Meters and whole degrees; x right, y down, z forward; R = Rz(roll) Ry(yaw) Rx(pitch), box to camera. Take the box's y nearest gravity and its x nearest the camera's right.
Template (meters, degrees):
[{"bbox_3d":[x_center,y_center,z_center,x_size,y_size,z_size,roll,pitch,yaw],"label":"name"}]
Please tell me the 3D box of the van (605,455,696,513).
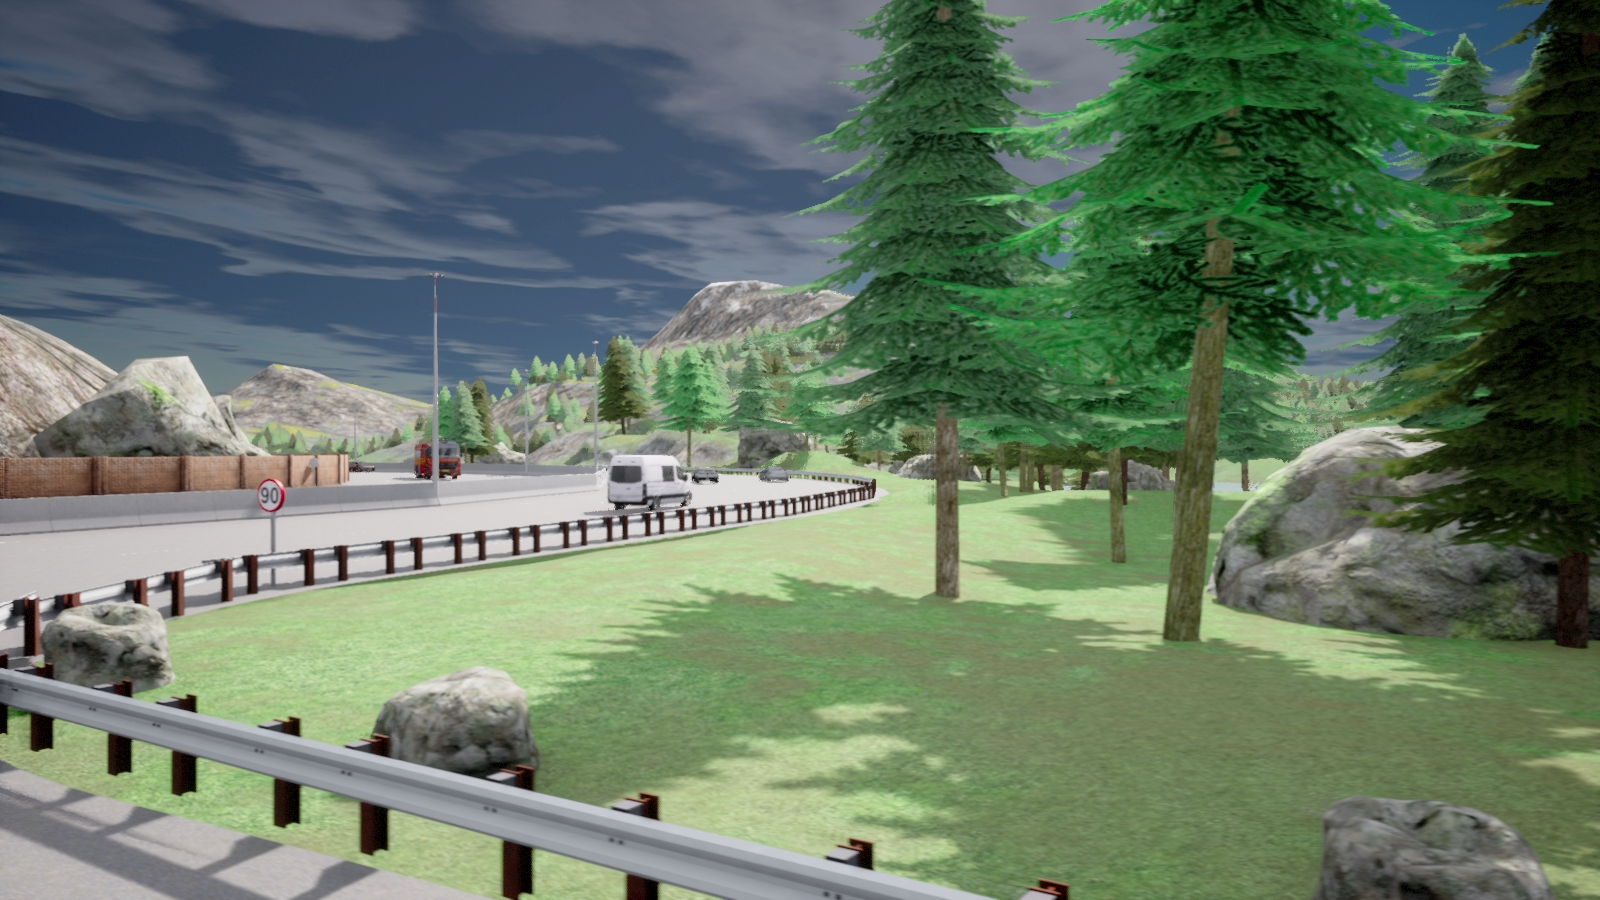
[{"bbox_3d":[-7.018,1.534,54.406,1.988,2.561,5.915,0,0,17],"label":"van"}]
